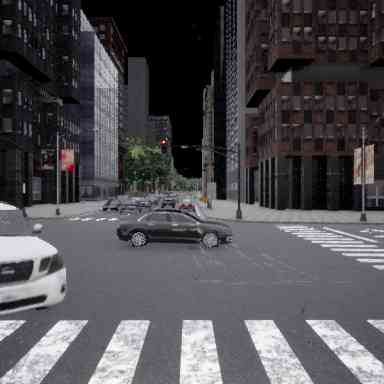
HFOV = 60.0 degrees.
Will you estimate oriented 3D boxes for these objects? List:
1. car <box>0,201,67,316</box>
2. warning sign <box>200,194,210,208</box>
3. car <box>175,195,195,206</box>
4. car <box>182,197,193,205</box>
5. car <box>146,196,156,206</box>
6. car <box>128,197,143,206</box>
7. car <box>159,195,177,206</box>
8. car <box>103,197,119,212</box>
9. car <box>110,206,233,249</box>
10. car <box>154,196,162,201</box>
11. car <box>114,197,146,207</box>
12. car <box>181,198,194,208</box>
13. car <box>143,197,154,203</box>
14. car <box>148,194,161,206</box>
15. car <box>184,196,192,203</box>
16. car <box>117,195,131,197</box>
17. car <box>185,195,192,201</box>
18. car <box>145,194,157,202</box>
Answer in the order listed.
[{"bbox_3d":[-4.696,1.211,7.033,2.150,2.045,5.566,2,-1,-45],"label":"car"},{"bbox_3d":[1.672,1.132,42.658,1.300,1.860,1.060,0,0,0],"label":"warning sign"},{"bbox_3d":[-0.615,1.448,38.973,1.967,1.590,4.097,0,0,0],"label":"car"},{"bbox_3d":[-0.758,1.603,60.672,1.887,1.381,4.507,0,0,0],"label":"car"},{"bbox_3d":[-6.523,1.586,45.354,1.994,1.385,4.181,0,0,-1],"label":"car"},{"bbox_3d":[-9.246,1.570,55.026,1.752,1.417,4.829,0,0,0],"label":"car"},{"bbox_3d":[-3.346,1.533,48.856,1.837,1.490,4.892,0,-1,0],"label":"car"},{"bbox_3d":[-9.139,1.574,38.919,1.947,1.339,4.313,0,0,0],"label":"car"},{"bbox_3d":[-0.730,1.523,14.138,4.892,1.490,1.837,1,0,0],"label":"car"},{"bbox_3d":[-9.500,1.696,93.177,1.887,1.381,4.507,0,0,0],"label":"car"},{"bbox_3d":[-6.459,1.548,35.399,2.033,1.411,5.357,0,0,-1],"label":"car"},{"bbox_3d":[-0.686,1.614,49.822,1.802,1.307,4.206,0,0,0],"label":"car"},{"bbox_3d":[-9.355,1.669,71.474,1.802,1.307,4.206,0,0,0],"label":"car"},{"bbox_3d":[-6.571,1.551,55.547,1.837,1.490,4.892,0,0,0],"label":"car"},{"bbox_3d":[-0.832,1.612,71.692,1.752,1.417,4.829,0,0,0],"label":"car"},{"bbox_3d":[-9.176,1.335,44.345,2.192,1.841,5.009,0,0,0],"label":"car"},{"bbox_3d":[-0.939,1.574,87.797,1.967,1.590,4.097,0,0,0],"label":"car"},{"bbox_3d":[-9.392,1.417,76.900,2.192,1.841,5.009,0,0,0],"label":"car"}]
